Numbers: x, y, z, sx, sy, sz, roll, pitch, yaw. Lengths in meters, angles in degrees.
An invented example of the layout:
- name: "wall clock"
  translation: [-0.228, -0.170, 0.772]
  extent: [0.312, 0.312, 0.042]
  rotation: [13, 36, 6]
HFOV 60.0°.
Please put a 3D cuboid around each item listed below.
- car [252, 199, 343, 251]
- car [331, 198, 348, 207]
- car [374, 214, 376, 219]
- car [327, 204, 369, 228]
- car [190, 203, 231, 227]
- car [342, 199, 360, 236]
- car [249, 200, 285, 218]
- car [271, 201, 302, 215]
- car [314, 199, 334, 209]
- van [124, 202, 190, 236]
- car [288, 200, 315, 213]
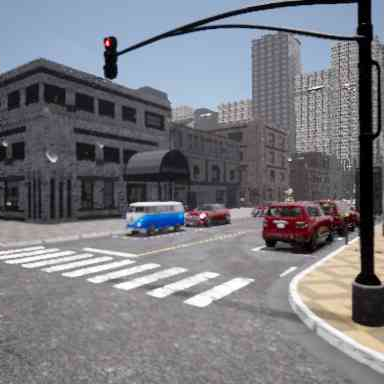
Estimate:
- name: "car"
  translation: [4.735, 1.375, 14.521]
  extent: [2.192, 1.841, 5.009]
  rotation: [-1, -1, 35]
- name: "car"
  translation: [26.663, 1.867, 59.916]
  extent: [2.008, 1.369, 4.403]
  rotation: [-1, -1, 35]
- name: "car"
  translation: [14.325, 1.676, 28.036]
  extent: [1.947, 1.339, 4.313]
  rotation: [-1, -1, 35]
- name: "car"
  translation: [11.129, 1.637, 23.530]
  extent: [1.887, 1.381, 4.507]
  rotation: [-1, -1, 35]
- name: "car"
  translation: [1.095, 1.600, 23.870]
  extent: [1.967, 1.590, 4.097]
  rotation: [-1, -1, 35]
- name: "car"
  translation: [7.931, 1.390, 19.026]
  extent: [2.192, 1.841, 5.009]
  rotation: [-1, -1, 35]
- name: "car"
  translation: [7.487, 1.634, 32.883]
  extent: [1.967, 1.590, 4.097]
  rotation: [-1, -1, 35]
- name: "car"
  translation: [10.683, 1.763, 37.387]
  extent: [2.008, 1.369, 4.403]
  rotation: [-1, -1, 35]
- name: "car"
  translation: [20.171, 1.798, 50.765]
  extent: [1.752, 1.417, 4.829]
  rotation: [-1, -1, 35]
- name: "van"
  translation: [-2.101, 1.485, 19.366]
  extent: [1.690, 1.788, 3.998]
  rotation: [-1, -1, 35]
- name: "car"
  translation: [13.879, 1.783, 41.893]
  extent: [2.008, 1.369, 4.403]
  rotation: [-1, -1, 35]
